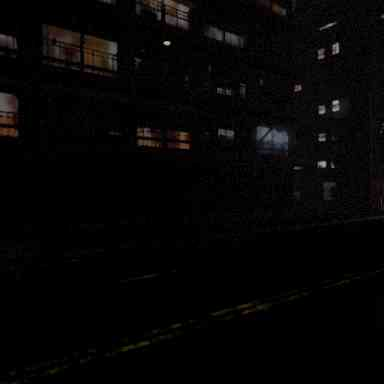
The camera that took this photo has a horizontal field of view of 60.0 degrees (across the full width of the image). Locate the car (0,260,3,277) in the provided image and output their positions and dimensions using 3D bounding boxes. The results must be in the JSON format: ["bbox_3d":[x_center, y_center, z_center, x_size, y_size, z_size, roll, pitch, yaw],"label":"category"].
[{"bbox_3d":[-6.634,1.367,6.965,4.553,1.767,2.097,-1,0,-36],"label":"car"}]
